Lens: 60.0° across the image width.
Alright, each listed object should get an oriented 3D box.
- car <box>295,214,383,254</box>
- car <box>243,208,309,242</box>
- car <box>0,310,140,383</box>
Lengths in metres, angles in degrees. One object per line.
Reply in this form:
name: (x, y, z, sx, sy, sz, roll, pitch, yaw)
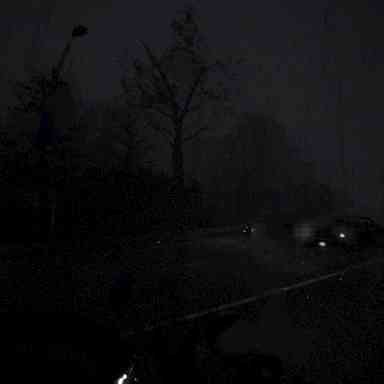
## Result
car: (6.609, 1.700, 14.276, 4.718, 1.301, 1.895, 1, 0, -43)
car: (4.629, 1.607, 17.262, 4.892, 1.490, 1.837, 0, 0, -44)
car: (-2.670, 1.490, 1.996, 4.902, 1.511, 2.128, 0, 0, -35)
